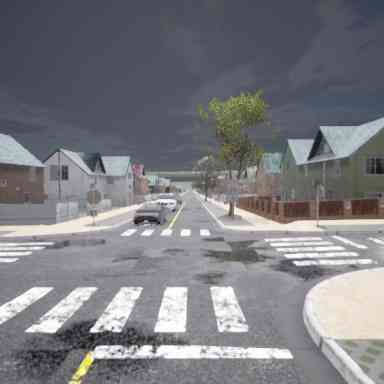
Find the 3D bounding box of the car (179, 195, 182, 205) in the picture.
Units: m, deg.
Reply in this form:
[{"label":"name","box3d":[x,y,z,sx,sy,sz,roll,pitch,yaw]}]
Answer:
[{"label":"car","box3d":[-2.845,1.298,58.812,2.097,1.767,4.553,0,0,0]}]

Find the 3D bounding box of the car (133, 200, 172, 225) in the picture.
[{"label":"car","box3d":[-2.919,1.526,24.229,2.033,1.411,5.357,0,0,2]}]

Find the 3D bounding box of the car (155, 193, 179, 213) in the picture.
[{"label":"car","box3d":[-2.900,1.181,37.529,2.150,2.045,5.566,0,1,0]}]
